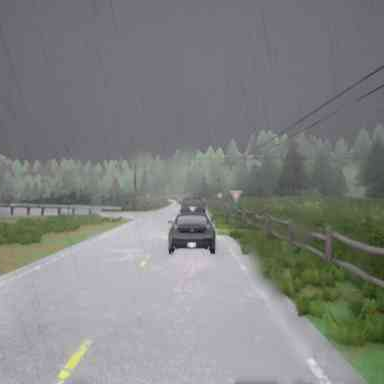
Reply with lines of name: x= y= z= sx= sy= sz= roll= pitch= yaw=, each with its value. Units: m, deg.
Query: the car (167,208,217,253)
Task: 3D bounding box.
car: x=0.002 y=1.645 z=14.305 sx=1.837 sy=1.490 sz=4.892 roll=0 pitch=0 yaw=0

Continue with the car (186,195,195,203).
car: x=-0.483 y=1.963 z=94.788 sx=2.150 sy=2.045 sz=5.566 roll=0 pitch=-1 yaw=-5

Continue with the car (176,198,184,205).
car: x=-2.913 y=2.274 z=81.036 sx=1.837 sy=1.490 sz=4.892 roll=0 pitch=-1 yaw=-2

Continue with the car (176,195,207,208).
car: x=0.081 y=1.494 z=29.002 sx=2.150 sy=2.045 sz=5.566 roll=0 pitch=0 yaw=1

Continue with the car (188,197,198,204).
car: x=0.221 y=2.121 z=83.002 sx=2.097 sy=1.767 sz=4.553 roll=0 pitch=-1 yaw=-2
